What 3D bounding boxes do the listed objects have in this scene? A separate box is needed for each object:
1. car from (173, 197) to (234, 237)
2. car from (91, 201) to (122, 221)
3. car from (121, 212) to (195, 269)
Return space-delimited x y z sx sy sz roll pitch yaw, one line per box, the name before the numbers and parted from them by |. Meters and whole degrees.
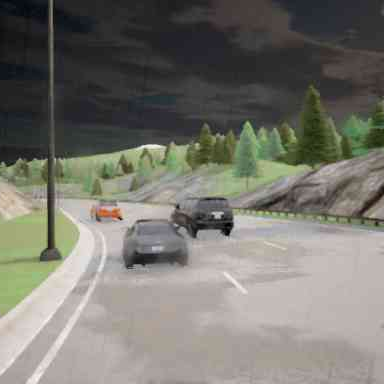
car | 0.437 1.294 18.601 2.150 2.045 5.566 0 0 -18
car | -7.527 1.524 28.989 2.097 1.767 4.553 0 0 -23
car | -1.370 1.621 11.610 1.994 1.385 4.181 0 0 -11
